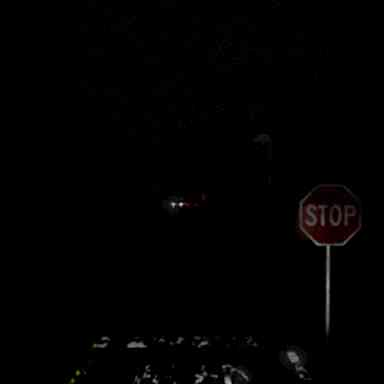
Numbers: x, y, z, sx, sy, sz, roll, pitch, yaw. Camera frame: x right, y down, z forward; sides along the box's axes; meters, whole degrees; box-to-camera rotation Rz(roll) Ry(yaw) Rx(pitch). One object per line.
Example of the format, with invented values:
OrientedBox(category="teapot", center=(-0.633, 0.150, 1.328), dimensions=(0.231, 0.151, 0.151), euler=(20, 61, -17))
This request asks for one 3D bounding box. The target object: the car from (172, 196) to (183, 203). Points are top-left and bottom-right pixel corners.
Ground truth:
OrientedBox(category="car", center=(-2.781, 1.444, 65.682), dimensions=(1.812, 1.442, 4.674), euler=(0, 0, 0))

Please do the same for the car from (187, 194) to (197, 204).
OrientedBox(category="car", center=(-0.029, 1.445, 61.486), dimensions=(1.812, 1.442, 4.674), euler=(0, 0, 0))

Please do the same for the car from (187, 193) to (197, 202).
OrientedBox(category="car", center=(-0.036, 1.198, 71.474), dimensions=(2.097, 1.767, 4.553), euler=(0, 0, 0))
